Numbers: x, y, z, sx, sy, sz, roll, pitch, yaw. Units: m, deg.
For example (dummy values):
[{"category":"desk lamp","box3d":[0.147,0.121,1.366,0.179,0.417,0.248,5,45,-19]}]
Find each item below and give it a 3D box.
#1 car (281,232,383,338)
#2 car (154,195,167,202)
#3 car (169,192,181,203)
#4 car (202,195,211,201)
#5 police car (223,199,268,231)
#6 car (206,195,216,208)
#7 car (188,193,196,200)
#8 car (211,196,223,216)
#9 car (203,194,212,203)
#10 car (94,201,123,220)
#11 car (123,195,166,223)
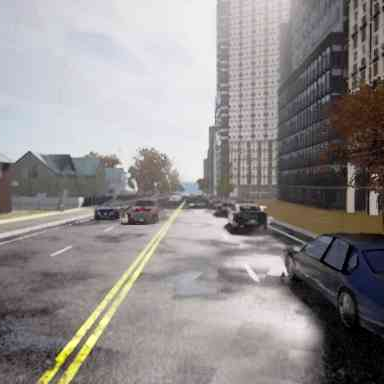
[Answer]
[{"category":"car","box3d":[3.353,1.523,6.652,2.033,1.411,5.357,0,0,0]},{"category":"car","box3d":[-6.500,1.338,68.994,2.033,1.411,5.357,0,0,0]},{"category":"car","box3d":[-3.258,1.040,64.877,2.150,2.045,5.566,0,0,0]},{"category":"car","box3d":[3.250,1.327,75.257,1.812,1.442,4.674,0,0,0]},{"category":"police car","box3d":[3.250,1.355,20.347,1.930,1.638,5.238,0,0,0]},{"category":"car","box3d":[3.250,1.430,42.246,1.994,1.385,4.181,0,0,0]},{"category":"car","box3d":[0.000,1.318,84.365,1.895,1.301,4.718,0,0,0]},{"category":"car","box3d":[3.250,1.399,31.271,2.163,1.488,4.792,0,0,0]},{"category":"car","box3d":[3.250,1.273,53.249,2.033,1.649,4.856,0,0,0]},{"category":"car","box3d":[-6.595,1.472,27.283,1.994,1.385,4.181,0,0,0]},{"category":"car","box3d":[-3.347,1.269,24.319,2.097,1.767,4.553,0,0,0]}]
